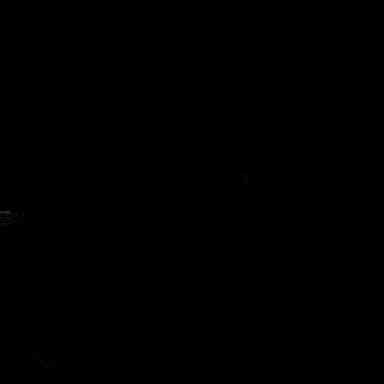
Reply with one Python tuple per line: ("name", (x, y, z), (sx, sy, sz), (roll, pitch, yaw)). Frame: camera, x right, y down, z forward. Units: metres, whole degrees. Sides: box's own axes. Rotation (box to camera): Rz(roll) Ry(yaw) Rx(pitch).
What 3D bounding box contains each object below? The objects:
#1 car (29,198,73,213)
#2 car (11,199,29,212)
("car", (-15.124, 1.429, 37.370), (1.882, 1.535, 5.008), (0, 0, 33))
("car", (-18.555, 1.508, 38.507), (1.994, 1.385, 4.181), (0, 0, 32))
